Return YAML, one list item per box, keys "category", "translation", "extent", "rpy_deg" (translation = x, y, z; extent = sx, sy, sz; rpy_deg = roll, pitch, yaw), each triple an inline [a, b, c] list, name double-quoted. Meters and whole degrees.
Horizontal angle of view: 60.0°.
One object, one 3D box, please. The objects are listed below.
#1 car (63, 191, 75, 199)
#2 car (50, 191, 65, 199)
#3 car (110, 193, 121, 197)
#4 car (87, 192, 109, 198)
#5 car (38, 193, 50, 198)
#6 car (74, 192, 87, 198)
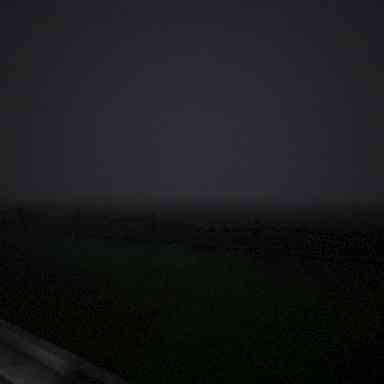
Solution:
- category: "car"
  translation: [-30.041, 1.101, 84.194]
  extent: [1.994, 1.385, 4.181]
  rpy_deg: [0, 0, 11]
- category: "car"
  translation: [-33.454, 1.038, 84.972]
  extent: [1.812, 1.442, 4.674]
  rpy_deg: [0, 0, 11]
- category: "car"
  translation: [-21.216, 0.961, 92.632]
  extent: [2.033, 1.411, 5.357]
  rpy_deg: [0, 0, 11]
- category: "car"
  translation: [-23.258, 1.087, 82.414]
  extent: [1.837, 1.490, 4.892]
  rpy_deg: [0, 0, 11]
- category: "car"
  translation: [-36.986, 1.039, 85.157]
  extent: [2.033, 1.411, 5.357]
  rpy_deg: [0, 0, 11]
- category: "car"
  translation: [-26.690, 1.063, 83.100]
  extent: [1.837, 1.490, 4.892]
  rpy_deg: [0, 0, 11]
